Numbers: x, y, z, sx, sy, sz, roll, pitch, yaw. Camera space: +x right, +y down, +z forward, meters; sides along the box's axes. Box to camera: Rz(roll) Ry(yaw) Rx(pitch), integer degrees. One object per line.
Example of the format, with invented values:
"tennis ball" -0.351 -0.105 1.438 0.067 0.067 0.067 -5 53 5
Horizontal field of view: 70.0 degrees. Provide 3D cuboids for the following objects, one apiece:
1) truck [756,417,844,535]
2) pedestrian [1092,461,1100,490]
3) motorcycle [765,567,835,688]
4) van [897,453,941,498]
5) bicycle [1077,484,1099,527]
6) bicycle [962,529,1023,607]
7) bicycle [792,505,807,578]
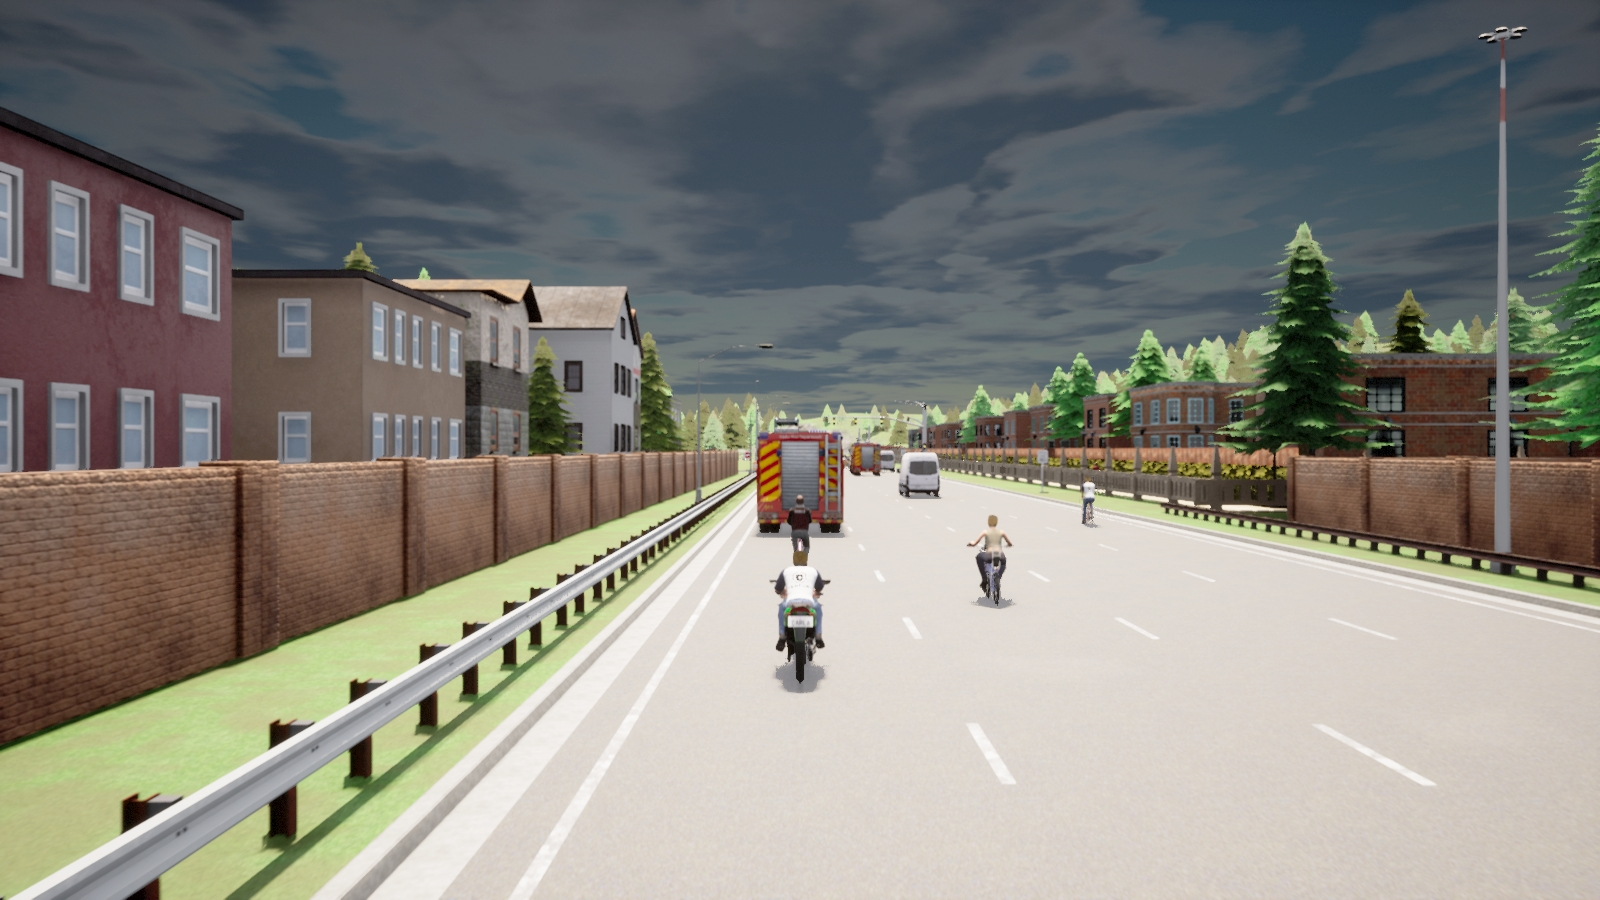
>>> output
"truck" -0.003 0.845 41.489 2.891 3.827 8.468 0 0 0
"pedestrian" 18.752 1.624 72.413 0.375 1.860 0.375 0 0 -1
"motorcycle" 0.000 2.169 14.296 0.803 1.199 2.033 0 0 0
"van" 6.998 1.460 67.701 1.988 2.561 5.915 0 0 0
"bicycle" 10.452 2.011 41.555 0.373 1.496 1.643 0 0 0
"bicycle" 3.501 2.134 20.860 0.859 1.277 1.487 0 0 0
"bicycle" -0.005 2.031 25.662 0.329 1.471 1.835 0 0 0
